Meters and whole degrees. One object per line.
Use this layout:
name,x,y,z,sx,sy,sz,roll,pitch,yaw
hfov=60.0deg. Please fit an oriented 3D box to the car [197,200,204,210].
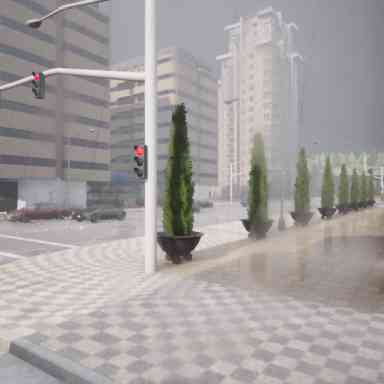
car,-0.958,1.620,35.224,1.994,1.385,4.181,0,0,35

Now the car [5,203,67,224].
car,-11.788,1.581,25.624,1.812,1.442,4.674,0,0,34

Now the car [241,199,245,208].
car,9.371,1.280,50.116,2.150,2.045,5.566,0,0,35

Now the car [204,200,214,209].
car,0.918,1.656,44.114,1.895,1.301,4.718,0,0,35

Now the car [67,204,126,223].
car,-7.206,1.619,26.147,1.994,1.385,4.181,0,0,35
